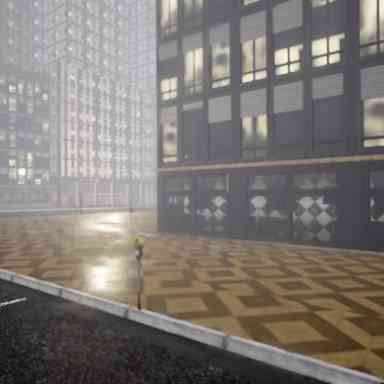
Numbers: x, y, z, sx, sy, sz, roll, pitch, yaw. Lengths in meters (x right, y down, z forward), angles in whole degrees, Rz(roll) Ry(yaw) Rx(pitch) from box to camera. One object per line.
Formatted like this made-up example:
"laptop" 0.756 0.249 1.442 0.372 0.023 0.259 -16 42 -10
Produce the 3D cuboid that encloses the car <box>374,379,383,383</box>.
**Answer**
"car" 2.568 1.447 1.054 4.097 1.590 1.967 0 0 36
